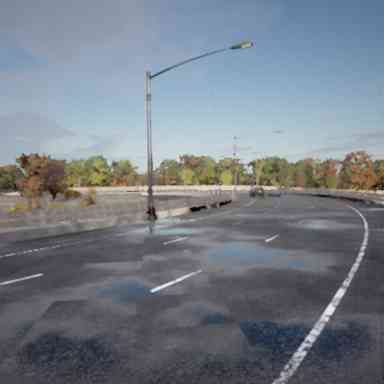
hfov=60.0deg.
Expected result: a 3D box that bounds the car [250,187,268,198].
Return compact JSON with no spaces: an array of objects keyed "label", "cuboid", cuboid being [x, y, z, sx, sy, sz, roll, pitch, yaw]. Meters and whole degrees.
[{"label":"car","cuboid":[12.851,0.036,65.629,2.150,2.045,5.566,-1,1,0]}]

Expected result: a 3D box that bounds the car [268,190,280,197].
[{"label":"car","cuboid":[16.351,0.291,67.058,1.994,1.385,4.181,-1,1,1]}]
